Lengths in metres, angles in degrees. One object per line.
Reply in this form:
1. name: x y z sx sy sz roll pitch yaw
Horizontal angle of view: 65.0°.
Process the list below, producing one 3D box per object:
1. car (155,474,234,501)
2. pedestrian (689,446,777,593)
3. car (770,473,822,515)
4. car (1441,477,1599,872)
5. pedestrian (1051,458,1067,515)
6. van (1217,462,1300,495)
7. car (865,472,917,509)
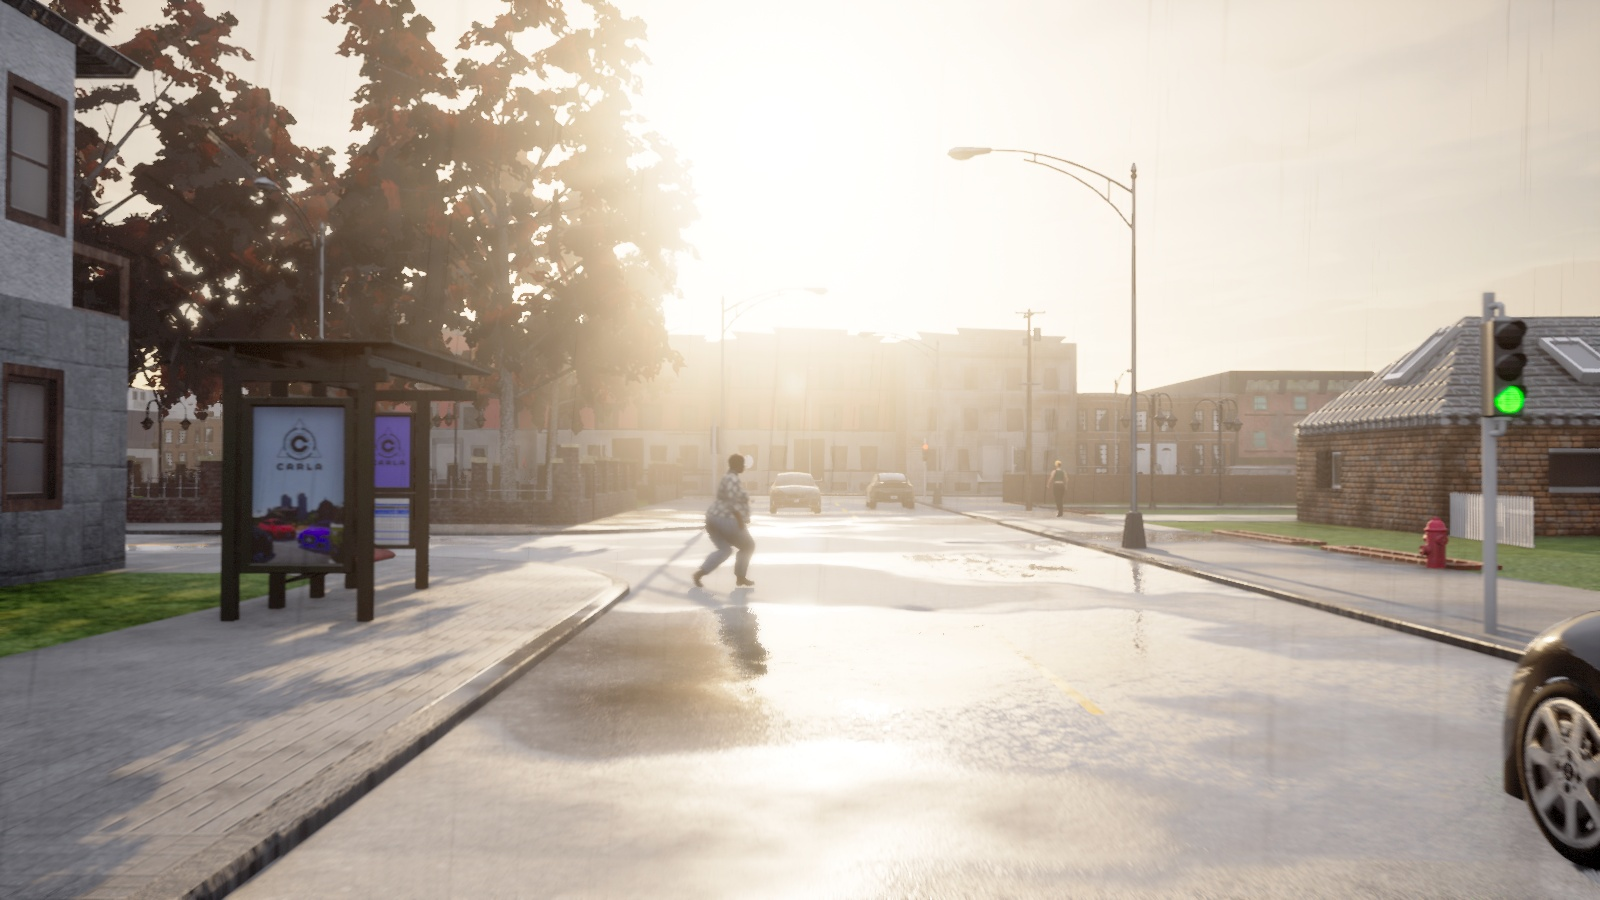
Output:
1. car: -35.114 2.155 72.924 3.705 1.549 1.789 0 -1 0
2. pedestrian: -0.885 0.890 16.506 0.900 1.855 0.874 0 -1 -24
3. car: -0.193 1.614 47.421 1.837 1.490 4.892 0 -1 -2
4. car: 3.979 0.831 3.959 1.970 1.475 3.806 0 -1 0
5. pedestrian: 8.391 1.172 40.723 0.345 1.836 0.594 0 -1 -5
6. van: 28.117 1.746 77.134 4.442 1.987 1.775 0 -1 0
7. car: 3.861 1.710 54.090 1.837 1.490 4.892 0 -1 0
